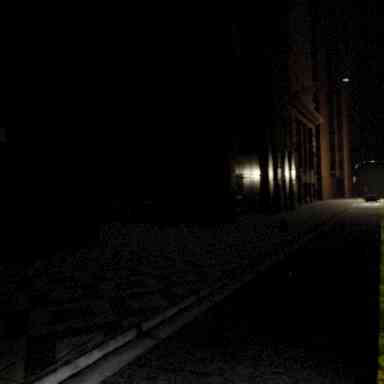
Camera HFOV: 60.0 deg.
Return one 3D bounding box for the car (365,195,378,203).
[{"bbox_3d":[29.614,1.160,54.935,1.895,1.301,4.718,-2,-1,30],"label":"car"}]
